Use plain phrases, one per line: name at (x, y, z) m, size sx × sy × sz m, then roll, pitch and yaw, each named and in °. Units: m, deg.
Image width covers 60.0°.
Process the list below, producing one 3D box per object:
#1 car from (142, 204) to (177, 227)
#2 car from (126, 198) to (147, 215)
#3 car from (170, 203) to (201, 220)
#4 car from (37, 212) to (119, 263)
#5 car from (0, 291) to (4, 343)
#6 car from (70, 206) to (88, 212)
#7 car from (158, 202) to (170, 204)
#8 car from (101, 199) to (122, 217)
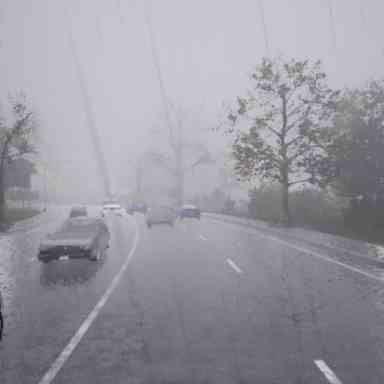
car at (-2.640, 1.933, 26.139) m, size 1.994 × 1.385 × 4.181 m, roll 0°, pitch -1°, yaw -11°
car at (-7.236, 1.872, 43.323) m, size 2.150 × 2.045 × 5.566 m, roll 0°, pitch -1°, yaw -18°
car at (-0.540, 1.910, 32.882) m, size 1.882 × 1.535 × 5.008 m, roll 0°, pitch -1°, yaw -13°
car at (-4.355, 1.753, 13.209) m, size 2.033 × 1.411 × 5.357 m, roll 0°, pitch -1°, yaw -7°
car at (-3.749, 1.412, 2.961) m, size 2.097 × 1.767 × 4.553 m, roll 0°, pitch -1°, yaw -2°
car at (-12.722, 2.249, 37.584) m, size 1.895 × 1.301 × 4.718 m, roll -1°, pitch -1°, yaw -17°
car at (-3.719, 2.117, 43.842) m, size 1.837 × 1.490 × 4.892 m, roll 0°, pitch 0°, yaw -19°
car at (-9.468, 1.835, 38.919) m, size 2.150 × 2.045 × 5.566 m, roll -1°, pitch -1°, yaw -17°
